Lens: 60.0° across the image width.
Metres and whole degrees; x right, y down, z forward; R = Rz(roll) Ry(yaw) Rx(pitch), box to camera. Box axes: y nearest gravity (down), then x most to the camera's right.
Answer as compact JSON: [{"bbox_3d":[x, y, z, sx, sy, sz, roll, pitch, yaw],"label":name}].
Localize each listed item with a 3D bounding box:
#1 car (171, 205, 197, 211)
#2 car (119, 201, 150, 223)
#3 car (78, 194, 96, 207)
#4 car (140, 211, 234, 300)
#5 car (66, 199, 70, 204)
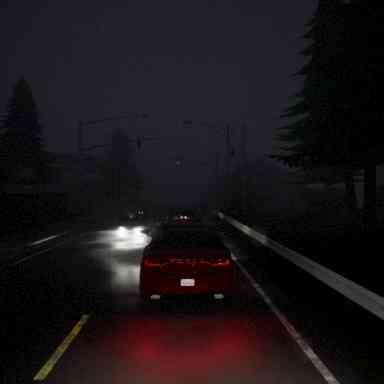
[{"bbox_3d":[-0.479,1.494,18.898,1.837,1.490,4.892,0,0,-2],"label":"car"},{"bbox_3d":[-4.280,1.425,25.290,2.128,1.511,4.902,0,0,-2],"label":"car"},{"bbox_3d":[-16.163,1.281,51.506,1.905,1.878,3.866,0,0,-3],"label":"car"},{"bbox_3d":[-0.152,1.472,8.453,1.882,1.535,5.008,0,0,-2],"label":"car"},{"bbox_3d":[-22.005,1.446,55.597,2.242,1.667,4.611,0,0,-3],"label":"car"}]
